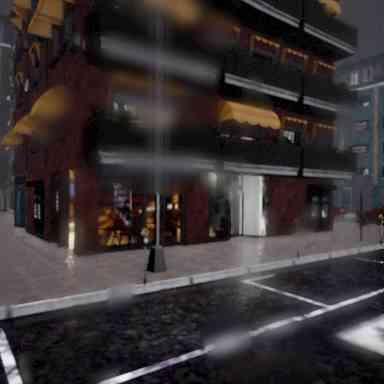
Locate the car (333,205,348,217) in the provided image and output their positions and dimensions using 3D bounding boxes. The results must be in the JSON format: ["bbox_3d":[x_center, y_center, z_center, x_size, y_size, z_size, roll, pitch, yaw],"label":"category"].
[{"bbox_3d":[15.750,2.174,38.372,1.802,1.307,4.206,0,-1,-35],"label":"car"}]

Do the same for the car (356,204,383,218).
[{"bbox_3d":[18.938,1.964,33.832,1.967,1.590,4.097,0,-1,-35],"label":"car"}]
